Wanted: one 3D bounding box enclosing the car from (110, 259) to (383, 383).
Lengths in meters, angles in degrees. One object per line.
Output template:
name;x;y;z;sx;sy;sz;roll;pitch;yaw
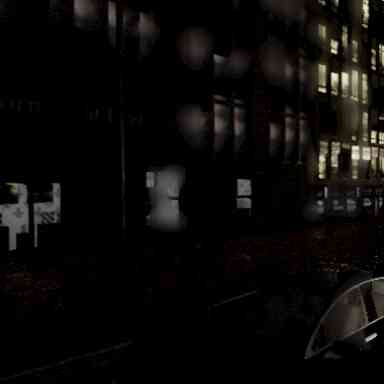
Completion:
car;1.263;1.546;3.783;4.403;1.369;2.008;0;0;-35
